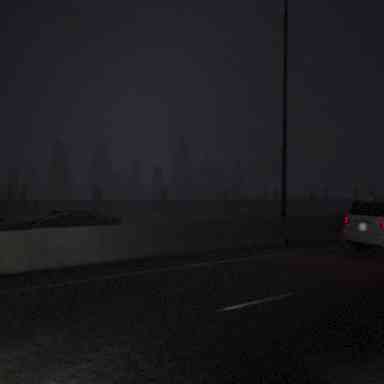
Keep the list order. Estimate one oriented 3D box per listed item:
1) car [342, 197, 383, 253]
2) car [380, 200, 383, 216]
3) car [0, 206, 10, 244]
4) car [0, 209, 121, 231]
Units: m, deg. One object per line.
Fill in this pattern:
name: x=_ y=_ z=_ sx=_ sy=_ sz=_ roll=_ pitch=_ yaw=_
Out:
car: x=8.073 y=1.222 z=12.262 sx=5.566 sy=2.045 sz=2.150 roll=0 pitch=0 yaw=-27
car: x=20.904 y=1.563 z=32.171 sx=4.892 sy=1.490 sz=1.837 roll=1 pitch=0 yaw=-15
car: x=-10.376 y=1.415 z=13.601 sx=5.008 sy=1.535 sz=1.882 roll=0 pitch=0 yaw=-34
car: x=-5.135 y=1.451 z=12.948 sx=4.902 sy=1.511 sz=2.128 roll=0 pitch=0 yaw=-32
